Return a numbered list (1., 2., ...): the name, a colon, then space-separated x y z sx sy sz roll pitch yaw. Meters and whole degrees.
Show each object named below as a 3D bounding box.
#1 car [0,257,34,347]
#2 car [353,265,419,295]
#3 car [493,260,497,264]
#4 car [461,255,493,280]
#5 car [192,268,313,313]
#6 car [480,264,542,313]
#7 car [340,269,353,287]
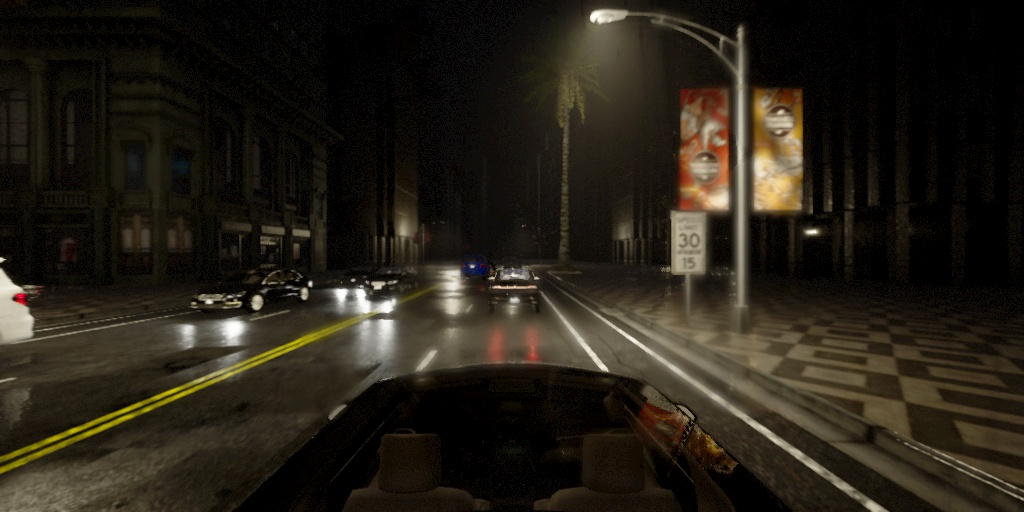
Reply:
1. car: -9.844 0.971 4.149 2.150 2.045 5.566 0 0 0
2. car: -6.503 1.273 19.833 2.128 1.511 4.902 0 0 0
3. car: -3.166 1.244 49.617 1.837 1.490 4.892 0 0 0
4. car: -3.156 0.963 31.475 2.150 2.045 5.566 0 0 0
5. car: -9.829 1.251 14.073 1.837 1.490 4.892 0 0 0
6. car: 0.098 1.238 14.053 2.128 1.511 4.902 0 0 0
7. car: -9.755 1.307 23.998 1.994 1.385 4.181 0 0 0
